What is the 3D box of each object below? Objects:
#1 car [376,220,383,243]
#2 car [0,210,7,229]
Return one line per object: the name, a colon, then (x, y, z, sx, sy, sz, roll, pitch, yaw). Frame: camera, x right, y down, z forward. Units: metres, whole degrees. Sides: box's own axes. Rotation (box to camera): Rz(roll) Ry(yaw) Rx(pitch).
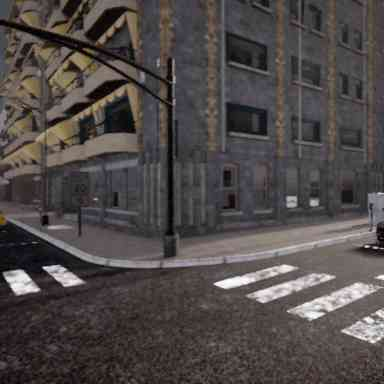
car: (8.500, 1.113, 12.160, 4.313, 1.339, 1.947, -2, 3, -36)
car: (-12.608, 1.518, 20.603, 1.752, 1.417, 4.829, -1, 0, -35)
